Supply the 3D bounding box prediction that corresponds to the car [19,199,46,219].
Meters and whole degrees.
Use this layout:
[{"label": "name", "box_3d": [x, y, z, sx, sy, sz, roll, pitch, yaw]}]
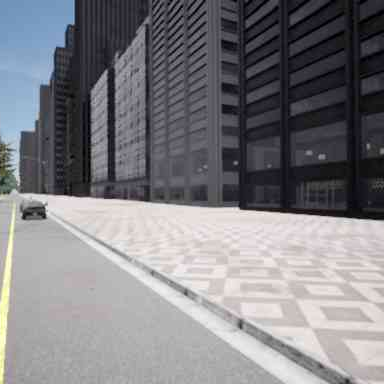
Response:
[{"label": "car", "box_3d": [-14.042, 1.561, 29.490, 1.837, 1.490, 4.892, 0, 0, -28]}]
